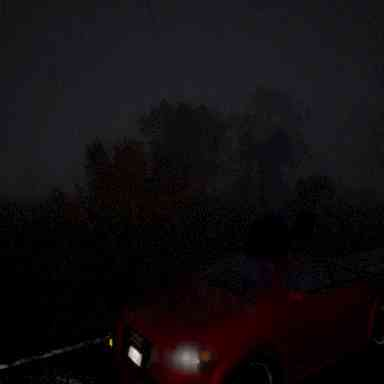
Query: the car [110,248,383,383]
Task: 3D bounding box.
[{"bbox_3d":[1.026,1.552,4.683,4.181,1.385,1.994,0,0,-35],"label":"car"}]
